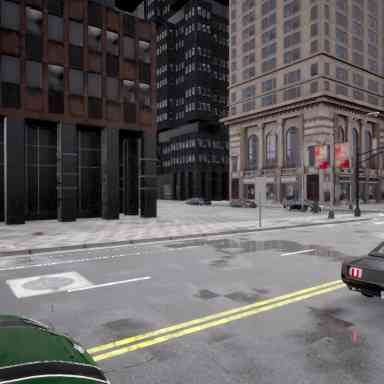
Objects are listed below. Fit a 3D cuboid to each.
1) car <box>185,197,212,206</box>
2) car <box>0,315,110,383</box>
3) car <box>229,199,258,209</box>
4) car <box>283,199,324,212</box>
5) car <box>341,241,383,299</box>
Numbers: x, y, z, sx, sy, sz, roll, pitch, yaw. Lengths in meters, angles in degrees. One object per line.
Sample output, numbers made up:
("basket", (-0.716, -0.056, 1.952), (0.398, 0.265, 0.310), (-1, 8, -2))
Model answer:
("car", (1.009, 1.596, 54.836), (2.033, 1.411, 5.357), (0, 0, -36))
("car", (-2.605, 1.352, 1.579), (4.553, 1.767, 2.097), (0, 0, -36))
("car", (7.075, 1.600, 46.244), (1.994, 1.385, 4.181), (0, 0, -36))
("car", (12.744, 1.517, 38.244), (2.128, 1.511, 4.902), (0, 0, -35))
("car", (5.383, 1.600, 7.284), (4.718, 1.301, 1.895), (0, 0, -35))
